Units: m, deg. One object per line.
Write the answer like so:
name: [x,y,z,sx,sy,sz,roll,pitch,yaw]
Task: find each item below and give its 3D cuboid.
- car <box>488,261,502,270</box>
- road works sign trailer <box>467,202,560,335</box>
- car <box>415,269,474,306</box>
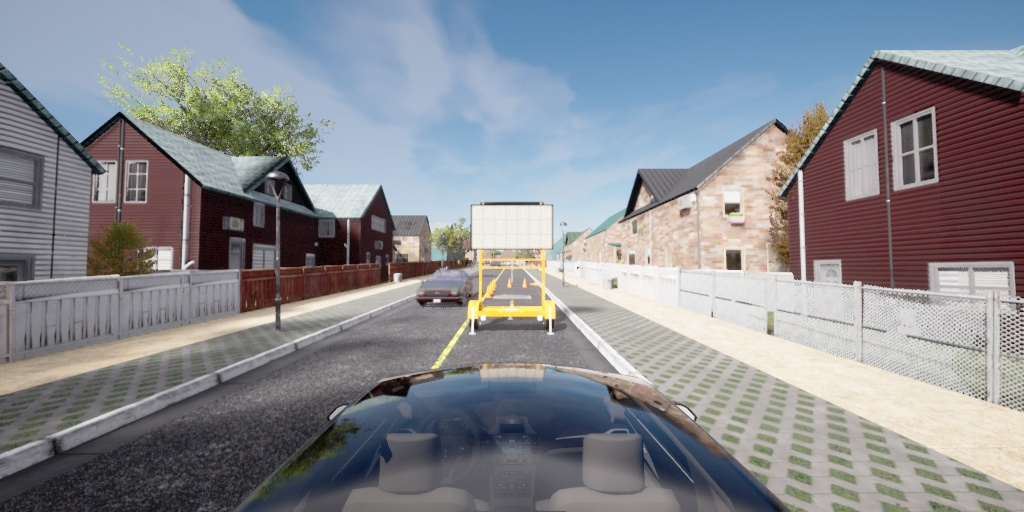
car: [-2.793,1.545,60.176,1.837,1.490,4.892,0,-1,0]
road works sign trailer: [0.002,0.225,10.564,2.380,3.560,2.880,0,0,1]
car: [-2.841,1.322,16.255,2.033,1.411,5.357,0,0,0]
